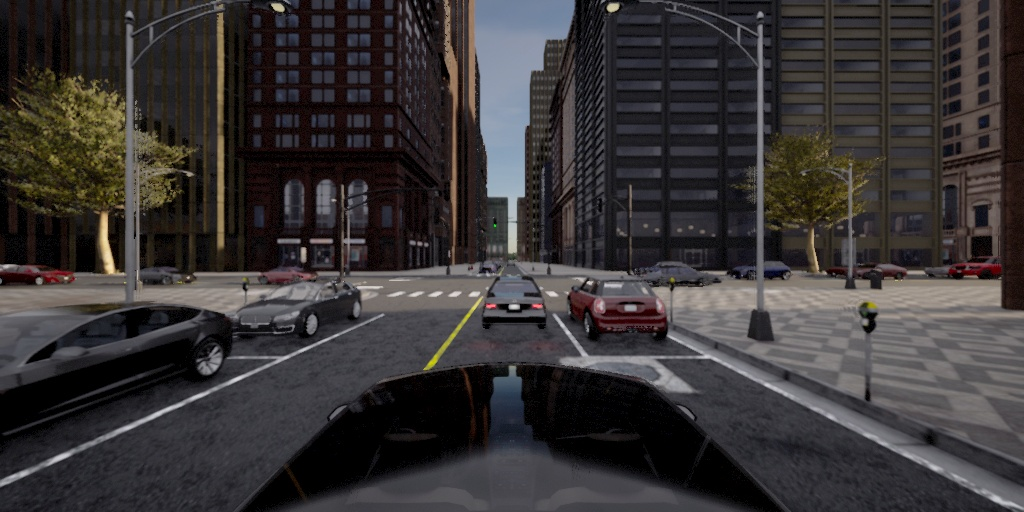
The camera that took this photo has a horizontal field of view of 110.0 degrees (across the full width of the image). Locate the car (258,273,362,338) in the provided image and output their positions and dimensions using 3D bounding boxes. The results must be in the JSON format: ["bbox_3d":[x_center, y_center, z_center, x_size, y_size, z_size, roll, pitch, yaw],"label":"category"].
[{"bbox_3d":[-5.774,1.350,10.219,2.007,1.370,4.403,0,0,0],"label":"car"}]

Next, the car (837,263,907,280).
[{"bbox_3d":[32.299,1.362,31.917,4.674,1.442,1.812,0,0,0],"label":"car"}]

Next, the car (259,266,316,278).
[{"bbox_3d":[-17.501,1.519,28.297,4.181,1.385,1.994,0,0,0],"label":"car"}]

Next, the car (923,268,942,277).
[{"bbox_3d":[43.620,1.418,35.168,4.718,1.301,1.895,0,0,0],"label":"car"}]

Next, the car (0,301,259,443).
[{"bbox_3d":[-5.766,1.333,4.582,1.948,1.339,4.313,0,0,0],"label":"car"}]

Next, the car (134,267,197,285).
[{"bbox_3d":[-27.508,1.547,28.265,4.181,1.385,1.994,0,0,0],"label":"car"}]

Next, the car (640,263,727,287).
[{"bbox_3d":[11.771,1.424,25.479,5.357,1.411,2.033,0,0,4],"label":"car"}]

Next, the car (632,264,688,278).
[{"bbox_3d":[14.416,1.480,35.109,4.718,1.301,1.895,0,0,-3],"label":"car"}]

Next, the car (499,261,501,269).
[{"bbox_3d":[-3.149,1.651,56.501,1.994,1.385,4.181,0,0,0],"label":"car"}]

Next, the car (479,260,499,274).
[{"bbox_3d":[-3.116,1.374,46.542,2.097,1.767,4.553,0,0,0],"label":"car"}]

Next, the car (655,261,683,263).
[{"bbox_3d":[13.306,1.231,31.856,4.553,1.767,2.097,0,0,0],"label":"car"}]

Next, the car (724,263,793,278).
[{"bbox_3d":[24.063,1.405,35.146,5.357,1.411,2.033,0,0,0],"label":"car"}]

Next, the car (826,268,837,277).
[{"bbox_3d":[33.774,1.437,35.171,4.718,1.301,1.895,0,0,0],"label":"car"}]

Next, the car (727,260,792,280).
[{"bbox_3d":[22.021,1.211,31.887,4.553,1.767,2.097,0,0,0],"label":"car"}]

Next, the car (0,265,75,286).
[{"bbox_3d":[-37.614,1.490,28.233,5.008,1.535,1.882,0,0,0],"label":"car"}]

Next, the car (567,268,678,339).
[{"bbox_3d":[2.751,1.238,10.232,1.967,1.591,4.097,0,0,0],"label":"car"}]

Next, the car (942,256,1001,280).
[{"bbox_3d":[42.598,1.038,31.922,5.566,2.045,2.150,0,0,0],"label":"car"}]

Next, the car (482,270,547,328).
[{"bbox_3d":[0.075,1.354,11.591,2.033,1.411,5.357,0,0,0],"label":"car"}]
